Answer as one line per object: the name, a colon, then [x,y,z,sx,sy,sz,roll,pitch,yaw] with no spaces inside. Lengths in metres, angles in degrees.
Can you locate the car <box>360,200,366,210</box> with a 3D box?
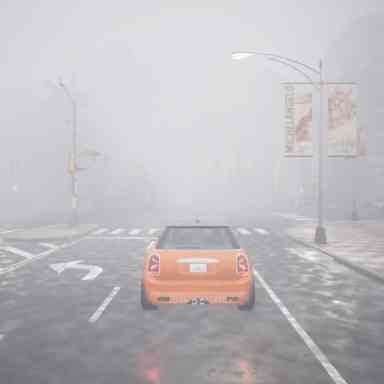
car: [23.205,1.221,39.735,5.566,2.045,2.150,0,0,1]

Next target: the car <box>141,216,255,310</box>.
car: [0.111,1.352,7.957,2.097,1.767,4.553,0,0,0]

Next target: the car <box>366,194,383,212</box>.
car: [22.078,1.352,36.239,4.553,1.767,2.097,0,0,1]
